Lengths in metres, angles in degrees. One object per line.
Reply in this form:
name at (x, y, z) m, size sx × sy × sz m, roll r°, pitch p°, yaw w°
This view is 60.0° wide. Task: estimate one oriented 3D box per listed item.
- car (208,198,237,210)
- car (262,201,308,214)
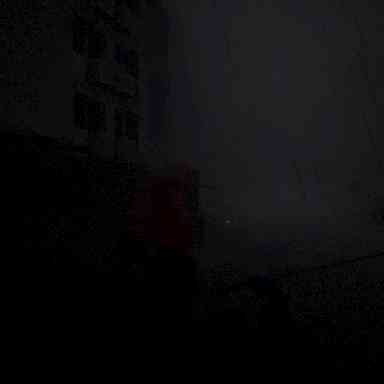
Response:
car at (3.855, 1.526, 43.779) m, size 1.812 × 1.442 × 4.674 m, roll 0°, pitch 0°, yaw -36°
car at (9.860, 1.601, 35.363) m, size 1.895 × 1.301 × 4.718 m, roll 0°, pitch 0°, yaw -36°
